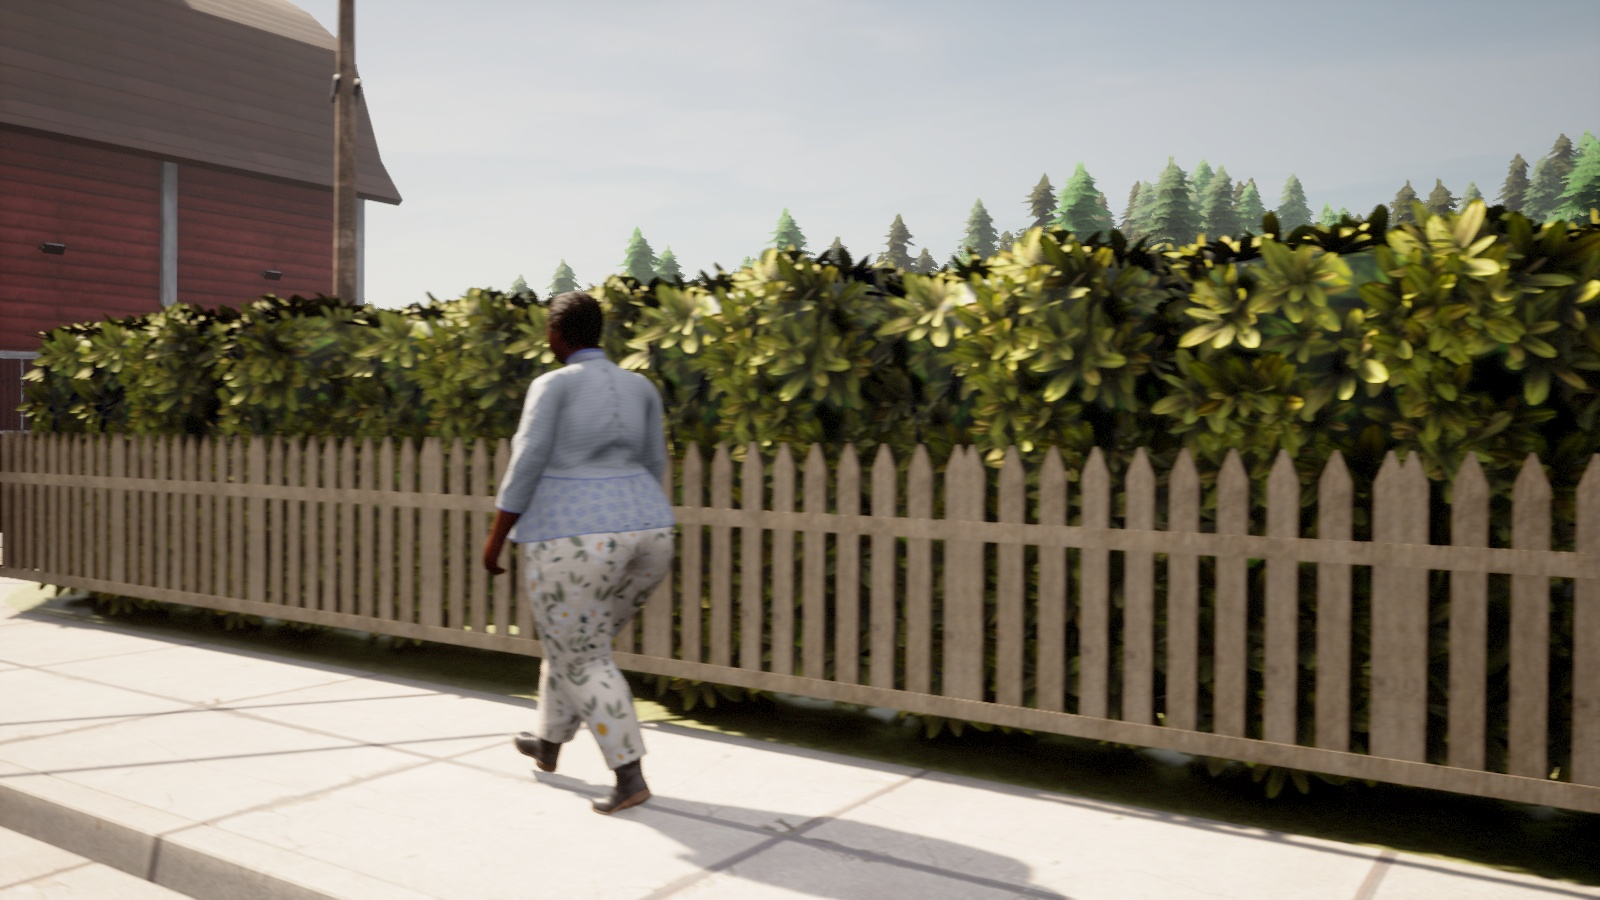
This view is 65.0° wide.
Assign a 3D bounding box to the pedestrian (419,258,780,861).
[{"bbox_3d":[-0.709,0.332,4.482,0.900,1.855,0.874,0,1,41],"label":"pedestrian"}]
